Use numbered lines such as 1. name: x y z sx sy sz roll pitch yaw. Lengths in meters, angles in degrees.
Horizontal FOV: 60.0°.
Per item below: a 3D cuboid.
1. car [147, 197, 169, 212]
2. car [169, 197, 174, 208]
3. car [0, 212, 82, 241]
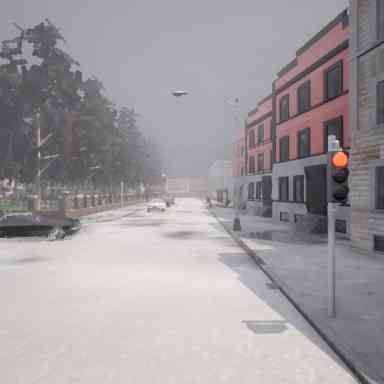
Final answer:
1. car: -4.055 1.526 38.931 1.812 1.442 4.674 0 0 0
2. car: -4.056 1.601 49.026 1.895 1.301 4.718 0 0 0
3. car: -7.769 1.601 15.793 4.718 1.301 1.895 0 0 -8
